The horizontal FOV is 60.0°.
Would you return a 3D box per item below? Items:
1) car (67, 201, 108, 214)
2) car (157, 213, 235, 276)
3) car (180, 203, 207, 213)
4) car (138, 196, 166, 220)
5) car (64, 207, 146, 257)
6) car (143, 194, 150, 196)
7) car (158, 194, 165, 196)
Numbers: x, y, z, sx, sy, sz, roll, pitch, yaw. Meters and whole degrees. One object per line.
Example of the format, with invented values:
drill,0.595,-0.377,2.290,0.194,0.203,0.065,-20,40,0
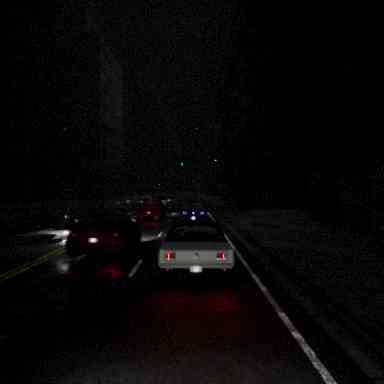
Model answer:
car,-6.552,1.395,21.349,1.837,1.490,4.892,0,0,0
car,0.104,1.546,10.165,1.895,1.301,4.718,0,0,0
car,0.103,1.470,24.998,1.895,1.301,4.718,0,0,0
car,-3.138,1.339,26.540,1.882,1.535,5.008,0,0,0
car,-3.150,1.497,12.601,1.994,1.385,4.181,0,0,0
car,-9.750,1.158,71.009,1.812,1.442,4.674,0,0,0
car,-6.500,1.173,71.009,2.033,1.411,5.357,0,0,0
